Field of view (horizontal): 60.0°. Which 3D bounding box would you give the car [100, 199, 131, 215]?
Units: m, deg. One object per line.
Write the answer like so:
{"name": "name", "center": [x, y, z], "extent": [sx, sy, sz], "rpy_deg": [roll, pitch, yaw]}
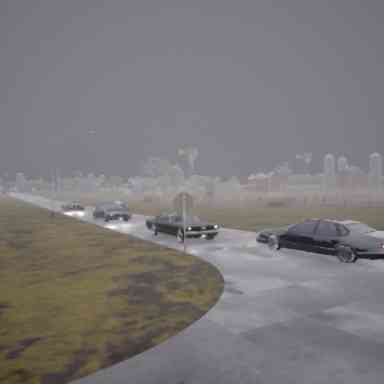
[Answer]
{"name": "car", "center": [-8.126, 1.524, 34.896], "extent": [1.812, 1.442, 4.674], "rpy_deg": [0, 0, -31]}

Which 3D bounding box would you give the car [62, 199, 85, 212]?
{"name": "car", "center": [-14.045, 1.519, 39.162], "extent": [1.994, 1.385, 4.181], "rpy_deg": [0, 1, -31]}

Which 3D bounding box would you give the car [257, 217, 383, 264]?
{"name": "car", "center": [4.982, 1.674, 12.547], "extent": [2.033, 1.411, 5.357], "rpy_deg": [-1, 1, -37]}

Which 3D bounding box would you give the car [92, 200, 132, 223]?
{"name": "car", "center": [-6.647, 1.599, 27.015], "extent": [2.033, 1.411, 5.357], "rpy_deg": [0, 0, -31]}

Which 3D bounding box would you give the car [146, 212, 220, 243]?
{"name": "car", "center": [-0.592, 1.709, 17.101], "extent": [1.895, 1.301, 4.718], "rpy_deg": [0, 0, -32]}
